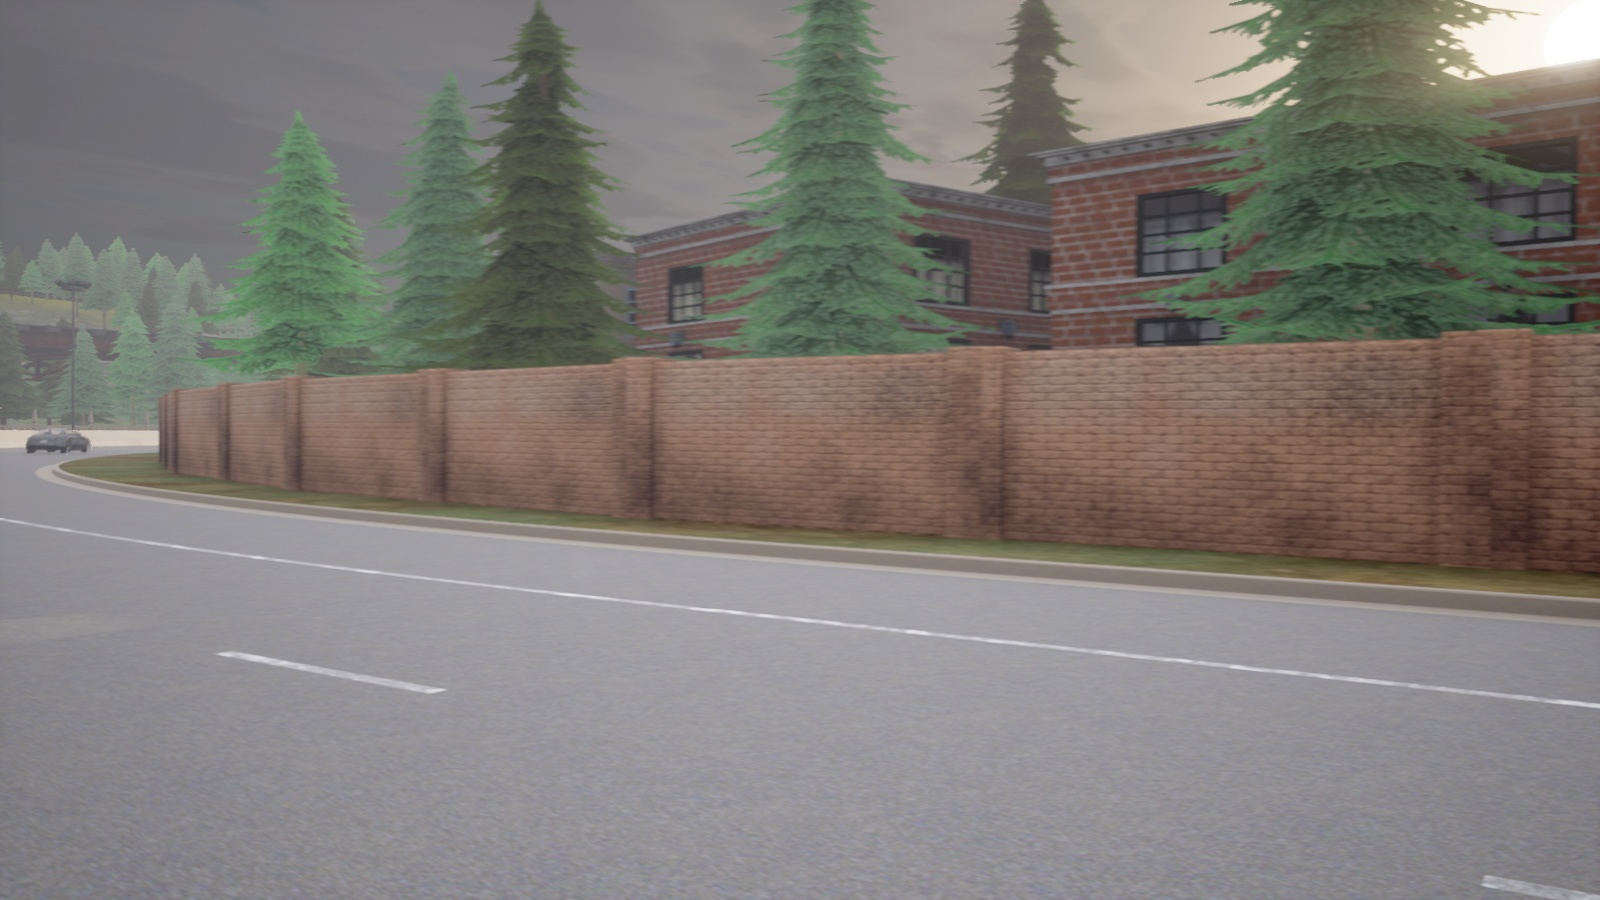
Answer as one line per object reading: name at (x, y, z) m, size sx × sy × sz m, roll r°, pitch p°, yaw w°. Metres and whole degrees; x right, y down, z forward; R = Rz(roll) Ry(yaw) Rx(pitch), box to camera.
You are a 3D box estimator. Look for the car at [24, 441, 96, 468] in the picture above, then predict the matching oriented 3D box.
car at (-40.248, 0.231, 68.431) m, size 1.994 × 1.385 × 4.181 m, roll -1°, pitch 1°, yaw -10°
